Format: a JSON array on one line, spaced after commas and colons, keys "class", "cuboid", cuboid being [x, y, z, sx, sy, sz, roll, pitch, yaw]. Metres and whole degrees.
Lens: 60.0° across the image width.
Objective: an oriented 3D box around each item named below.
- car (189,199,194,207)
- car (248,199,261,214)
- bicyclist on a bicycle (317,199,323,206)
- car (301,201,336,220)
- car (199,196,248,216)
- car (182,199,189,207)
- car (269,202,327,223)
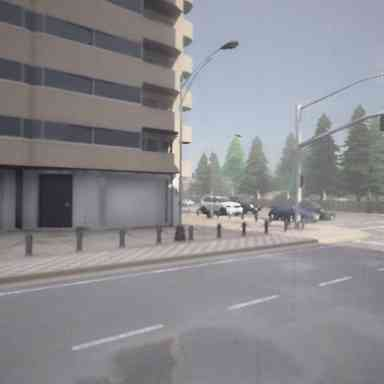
[{"class": "car", "cuboid": [-1.432, 1.937, 61.098, 1.812, 1.442, 4.674, 1, 0, -36]}, {"class": "car", "cuboid": [5.544, 1.559, 39.122, 2.150, 2.045, 5.566, 1, 0, -36]}, {"class": "bicyclist on a bicycle", "cuboid": [16.429, 1.753, 42.802, 1.656, 1.620, 0.582, 0, 0, -36]}, {"class": "car", "cuboid": [11.152, 1.690, 31.340, 2.097, 1.767, 4.553, 1, 0, -36]}, {"class": "car", "cuboid": [3.079, 1.523, 36.557, 2.150, 2.045, 5.566, 1, 0, -36]}, {"class": "car", "cuboid": [-3.339, 1.922, 57.763, 2.033, 1.411, 5.357, 1, 0, -36]}, {"class": "car", "cuboid": [8.743, 1.827, 28.698, 1.812, 1.442, 4.674, 1, 0, -36]}]
